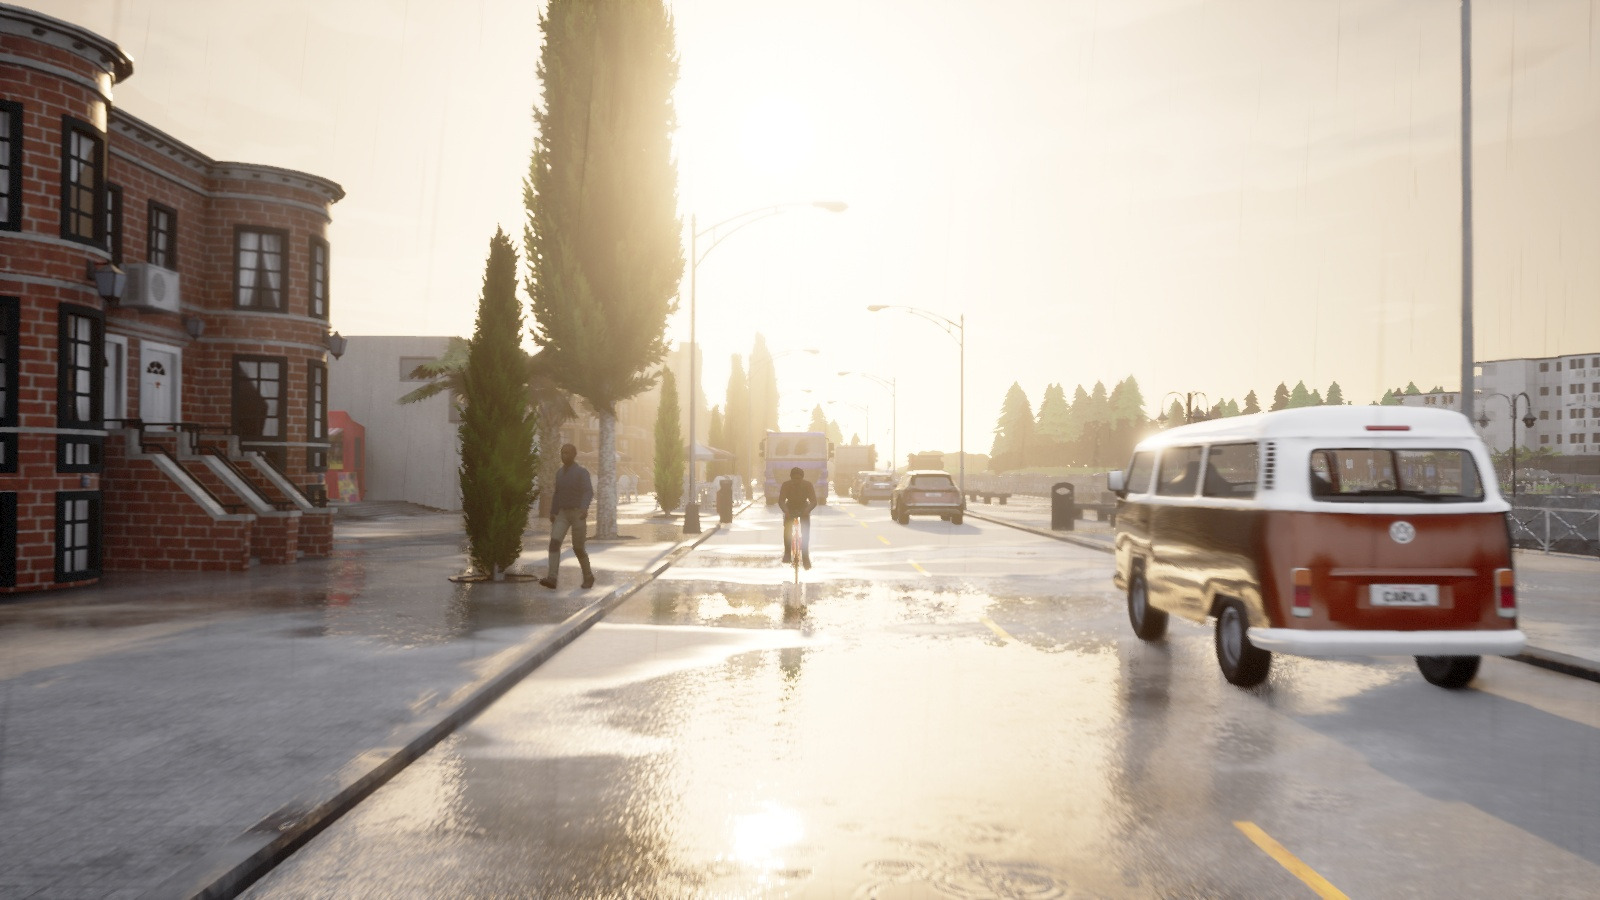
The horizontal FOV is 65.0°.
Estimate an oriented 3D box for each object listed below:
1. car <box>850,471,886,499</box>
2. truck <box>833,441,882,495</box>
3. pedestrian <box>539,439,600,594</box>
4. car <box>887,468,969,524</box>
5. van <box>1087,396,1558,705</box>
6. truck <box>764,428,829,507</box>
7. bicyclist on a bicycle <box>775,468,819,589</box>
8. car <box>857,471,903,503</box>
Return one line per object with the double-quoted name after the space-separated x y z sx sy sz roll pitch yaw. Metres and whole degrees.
3.815 1.964 70.841 1.789 1.549 3.705 0 -1 0 "car"
3.777 1.221 83.801 2.891 3.462 7.936 0 -1 0 "truck"
-2.798 0.792 15.280 0.370 1.835 0.726 -1 -1 25 "pedestrian"
3.898 1.384 39.090 2.033 1.649 4.856 0 -1 0 "car"
3.970 0.699 10.564 2.069 2.038 4.480 0 -1 0 "van"
-0.160 0.831 59.570 2.891 3.462 7.936 0 -1 0 "truck"
-0.038 1.065 17.733 0.582 1.620 1.656 0 -1 0 "bicyclist on a bicycle"
3.841 1.784 60.910 1.970 1.475 3.806 0 -1 0 "car"
